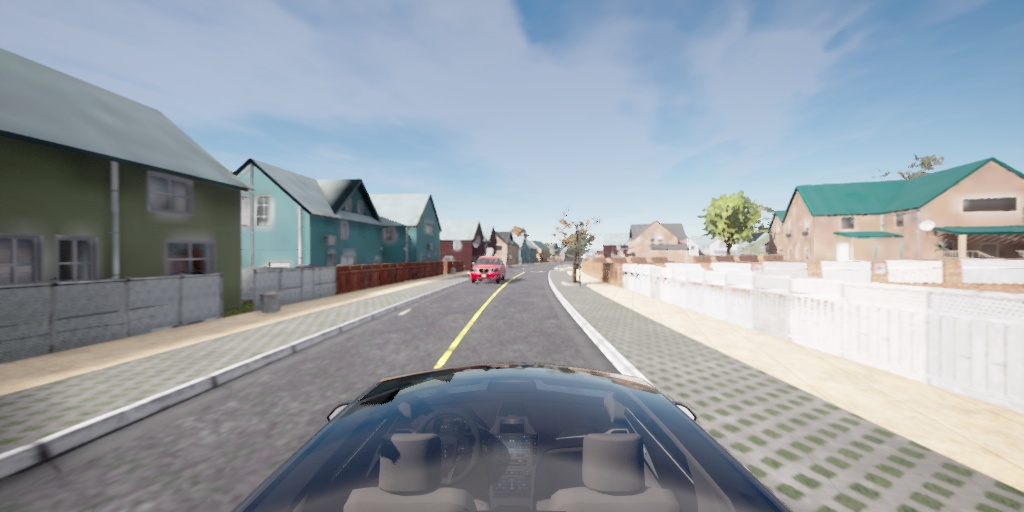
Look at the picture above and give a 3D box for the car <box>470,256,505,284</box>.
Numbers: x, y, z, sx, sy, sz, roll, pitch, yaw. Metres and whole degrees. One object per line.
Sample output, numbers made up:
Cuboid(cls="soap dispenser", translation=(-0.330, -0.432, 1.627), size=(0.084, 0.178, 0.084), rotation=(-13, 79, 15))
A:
Cuboid(cls="car", translation=(-1.774, 1.034, 27.984), size=(2.150, 2.045, 5.566), rotation=(0, 0, 5))
